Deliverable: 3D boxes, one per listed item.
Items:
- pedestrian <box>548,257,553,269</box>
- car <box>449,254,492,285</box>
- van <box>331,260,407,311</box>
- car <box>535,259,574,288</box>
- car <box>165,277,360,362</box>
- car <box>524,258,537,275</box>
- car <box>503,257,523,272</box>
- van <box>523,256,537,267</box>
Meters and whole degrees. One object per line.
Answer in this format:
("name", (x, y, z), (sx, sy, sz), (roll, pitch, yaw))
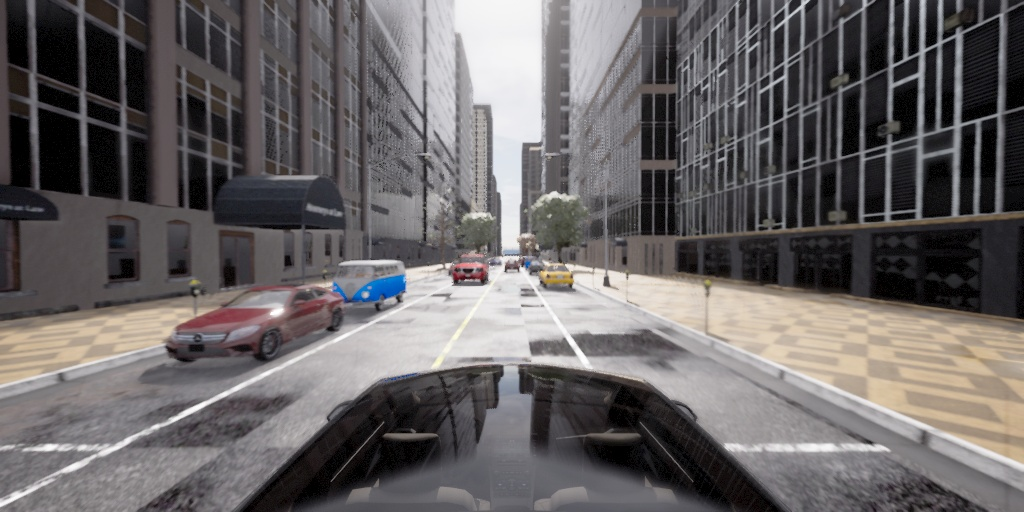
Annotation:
("pedestrian", (2.744, 0.973, 25.978), (0.375, 1.860, 0.375), (-1, 1, 0))
("car", (-2.854, 0.901, 25.967), (2.150, 2.045, 5.566), (0, 0, 0))
("van", (-5.320, 1.055, 13.796), (1.690, 1.789, 3.998), (0, 0, 0))
("car", (2.745, 1.143, 22.998), (1.801, 1.575, 5.366), (0, 0, 0))
("car", (-5.318, 1.313, 8.148), (1.802, 1.307, 4.207), (0, 0, 0))
("car", (2.556, 1.200, 36.423), (2.007, 1.370, 4.403), (0, 0, 0))
("car", (0.032, 1.158, 42.693), (1.812, 1.442, 4.674), (0, 0, 0))
("van", (2.554, 0.960, 47.720), (1.690, 1.789, 3.998), (0, 0, 0))
